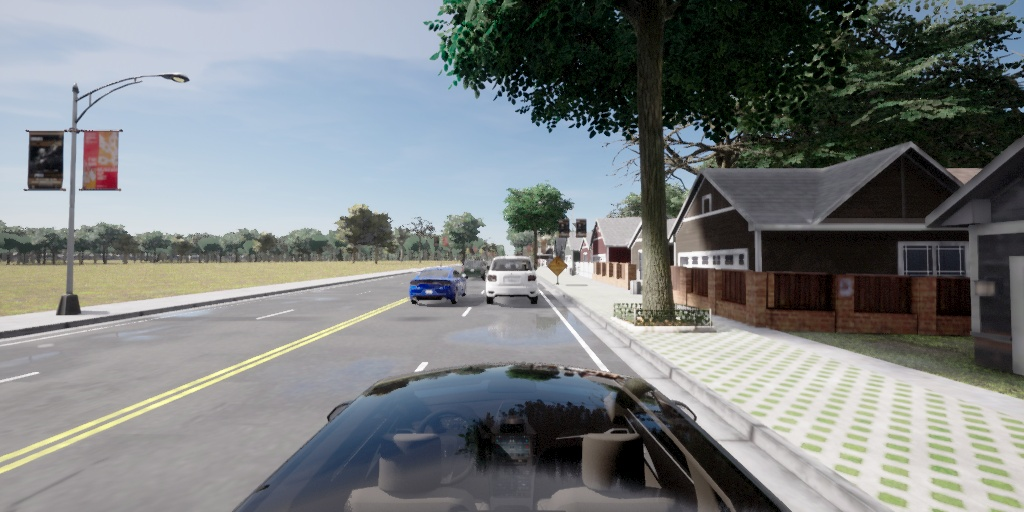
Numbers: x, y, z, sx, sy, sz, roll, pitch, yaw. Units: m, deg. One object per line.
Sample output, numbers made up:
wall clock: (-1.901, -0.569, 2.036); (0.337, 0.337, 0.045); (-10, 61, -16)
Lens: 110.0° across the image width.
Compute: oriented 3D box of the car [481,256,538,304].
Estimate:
car: (0.000, 1.029, 16.537); (2.150, 2.045, 5.566); (0, 0, 0)

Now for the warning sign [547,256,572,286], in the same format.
warning sign: (2.850, 0.900, 22.283); (1.300, 1.860, 1.060); (0, 0, 0)

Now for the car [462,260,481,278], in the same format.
car: (-3.250, 1.183, 31.480); (2.097, 1.767, 4.553); (0, 0, 0)

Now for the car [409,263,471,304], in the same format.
car: (-3.250, 1.256, 16.505); (1.882, 1.535, 5.008); (0, 0, 0)
